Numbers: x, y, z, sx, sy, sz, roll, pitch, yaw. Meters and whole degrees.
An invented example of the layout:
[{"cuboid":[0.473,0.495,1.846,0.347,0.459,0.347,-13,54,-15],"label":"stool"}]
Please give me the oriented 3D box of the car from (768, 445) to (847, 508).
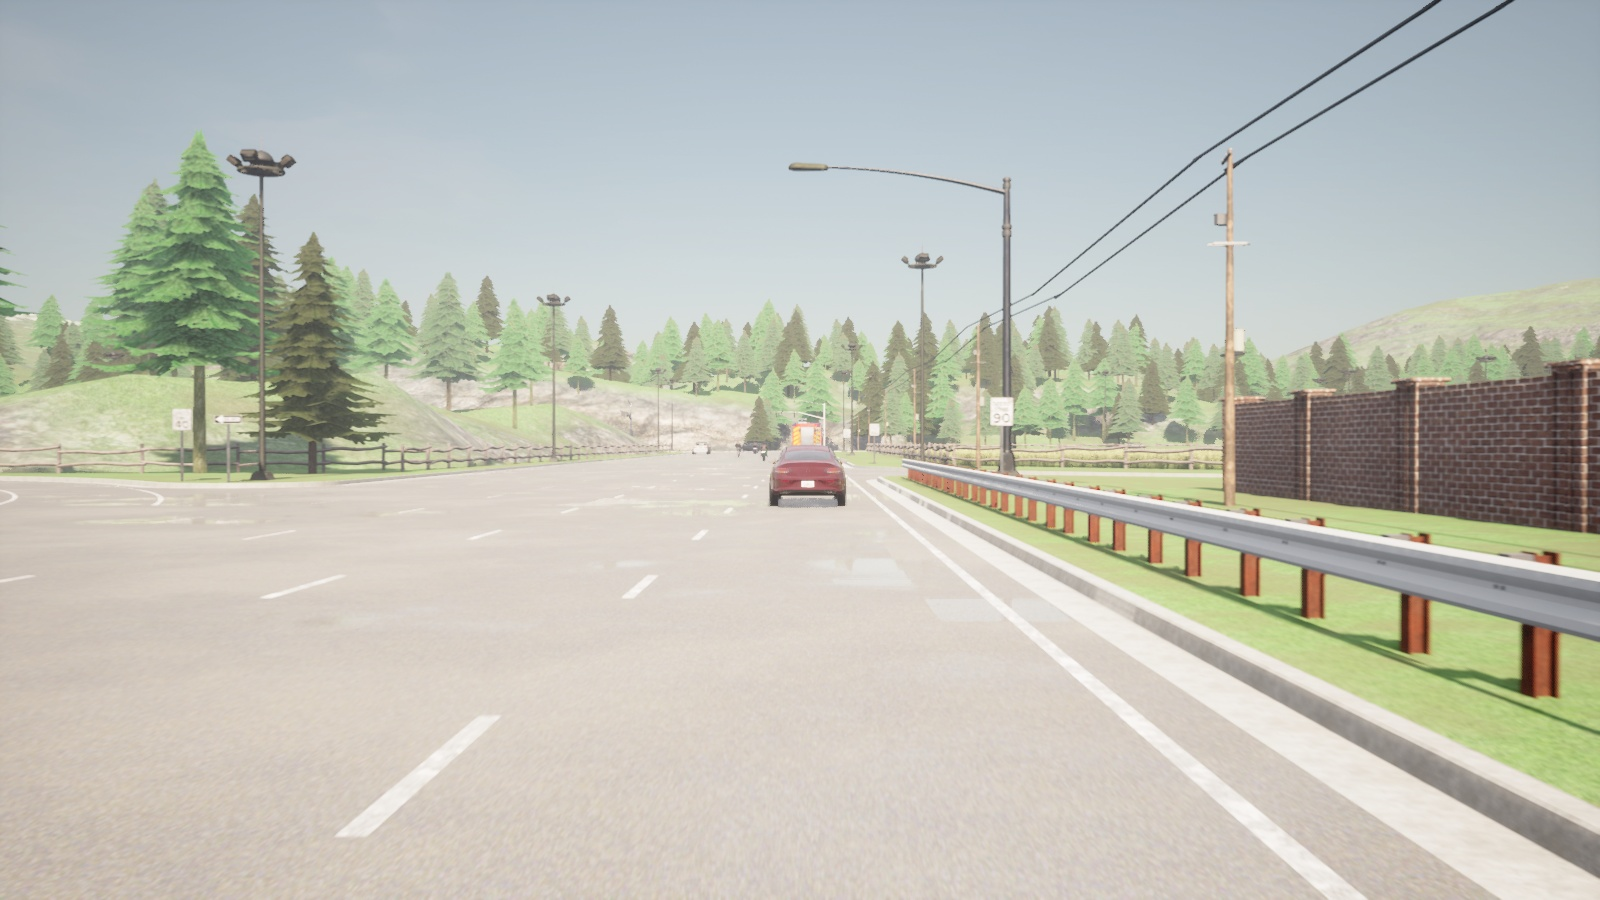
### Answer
[{"cuboid":[0.192,0.596,31.211,1.812,1.442,4.674,0,0,0],"label":"car"}]
